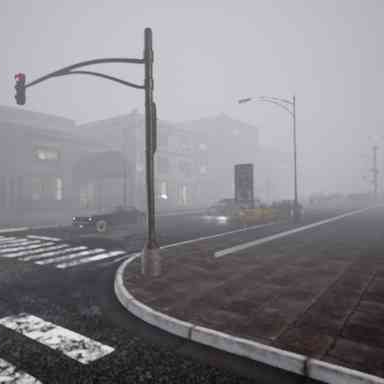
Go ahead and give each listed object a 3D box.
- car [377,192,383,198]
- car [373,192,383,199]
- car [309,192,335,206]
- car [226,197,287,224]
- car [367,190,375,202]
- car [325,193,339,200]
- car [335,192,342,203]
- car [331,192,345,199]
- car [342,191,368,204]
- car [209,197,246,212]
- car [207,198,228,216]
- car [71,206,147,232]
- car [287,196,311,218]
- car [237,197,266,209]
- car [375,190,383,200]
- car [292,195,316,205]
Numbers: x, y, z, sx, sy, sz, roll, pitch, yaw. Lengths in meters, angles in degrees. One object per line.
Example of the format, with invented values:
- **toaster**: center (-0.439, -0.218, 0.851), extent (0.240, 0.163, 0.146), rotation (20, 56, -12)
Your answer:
- **car**: center (43.156, 0.653, 75.158), extent (1.887, 1.381, 4.507), rotation (-1, 0, 36)
- **car**: center (40.074, 0.722, 70.937), extent (1.947, 1.339, 4.313), rotation (-1, 0, 36)
- **car**: center (16.743, 1.097, 43.372), extent (1.994, 1.385, 4.181), rotation (-1, 0, 36)
- **car**: center (4.356, 1.243, 21.869), extent (1.752, 1.417, 4.829), rotation (-1, 0, 36)
- **car**: center (26.960, 0.861, 52.161), extent (1.837, 1.490, 4.892), rotation (-1, 0, 36)
- **car**: center (30.046, 0.936, 71.398), extent (1.802, 1.307, 4.206), rotation (-1, 0, 36)
- **car**: center (21.934, 0.956, 50.601), extent (1.837, 1.490, 4.892), rotation (-1, 0, 36)
- **car**: center (33.301, 0.745, 75.870), extent (1.967, 1.590, 4.097), rotation (-1, 0, 36)
- **car**: center (22.836, 0.899, 46.505), extent (1.882, 1.535, 5.008), rotation (-1, 0, 36)
- **car**: center (3.896, 1.291, 35.474), extent (1.752, 1.417, 4.829), rotation (-1, 0, 36)
- **car**: center (3.160, 1.291, 30.052), extent (1.812, 1.442, 4.674), rotation (-1, 1, 36)
- **car**: center (-4.591, 1.489, 19.458), extent (1.895, 1.301, 4.718), rotation (-1, 0, 37)
- **car**: center (7.512, 1.218, 26.205), extent (2.008, 1.369, 4.403), rotation (-1, 0, 36)
- **car**: center (7.253, 1.294, 40.085), extent (1.802, 1.307, 4.206), rotation (-1, 0, 36)
- **car**: center (33.559, 0.571, 61.990), extent (2.192, 1.841, 5.009), rotation (-1, 0, 36)
- **car**: center (16.131, 1.159, 47.735), extent (1.895, 1.301, 4.718), rotation (-1, 0, 36)
